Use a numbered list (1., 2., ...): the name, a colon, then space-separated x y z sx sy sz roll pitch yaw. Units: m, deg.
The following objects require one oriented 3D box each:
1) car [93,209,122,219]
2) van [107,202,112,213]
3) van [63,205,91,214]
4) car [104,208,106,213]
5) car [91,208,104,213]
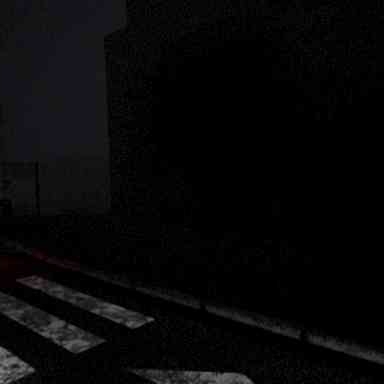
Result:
1. car: -16.223 4.221 63.827 5.366 1.575 1.946 -5 -7 26
2. van: -9.726 2.265 48.505 4.442 1.987 1.878 -5 -6 26
3. van: -19.896 3.345 56.226 4.442 1.987 1.878 -5 -6 26
4. car: -17.315 3.851 61.135 4.553 1.767 2.185 -5 -6 26
5. car: -18.569 3.760 58.641 5.008 1.535 2.097 -5 -6 26
